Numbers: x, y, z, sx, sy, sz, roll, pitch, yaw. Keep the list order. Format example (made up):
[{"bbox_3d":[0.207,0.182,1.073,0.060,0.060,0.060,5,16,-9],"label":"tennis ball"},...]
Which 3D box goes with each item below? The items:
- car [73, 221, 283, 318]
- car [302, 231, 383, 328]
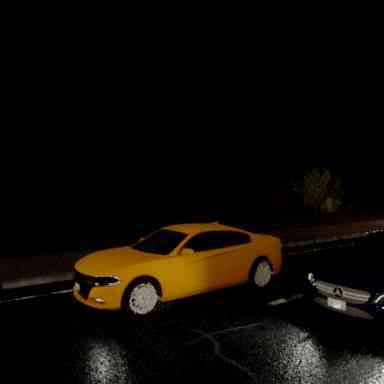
[{"bbox_3d":[-0.080,1.479,7.600,5.008,1.535,1.882,0,0,-35],"label":"car"},{"bbox_3d":[4.214,1.528,6.656,4.674,1.442,1.812,0,0,-35],"label":"car"}]
